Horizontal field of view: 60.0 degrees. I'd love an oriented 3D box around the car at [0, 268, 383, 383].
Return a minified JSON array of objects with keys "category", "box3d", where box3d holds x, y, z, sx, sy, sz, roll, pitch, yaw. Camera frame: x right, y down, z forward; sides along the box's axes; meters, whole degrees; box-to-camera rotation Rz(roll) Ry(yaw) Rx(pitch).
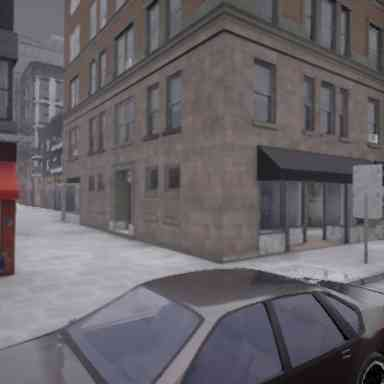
[{"category":"car","box3d":[0.177,1.562,3.196,5.357,1.411,2.033,1,0,-35]}]
